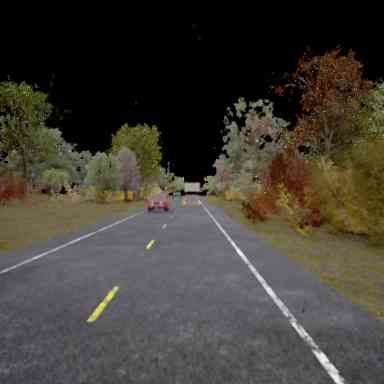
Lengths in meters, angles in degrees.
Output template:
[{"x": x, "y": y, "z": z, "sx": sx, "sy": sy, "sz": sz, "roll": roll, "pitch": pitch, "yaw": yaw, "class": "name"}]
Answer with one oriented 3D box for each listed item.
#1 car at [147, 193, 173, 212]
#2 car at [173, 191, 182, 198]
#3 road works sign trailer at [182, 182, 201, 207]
[{"x": -3.593, "y": 1.116, "z": 36.635, "sx": 2.150, "sy": 2.045, "sz": 5.566, "roll": 0, "pitch": 0, "yaw": 0, "class": "car"}, {"x": -3.503, "y": 0.827, "z": 78.283, "sx": 2.150, "sy": 2.045, "sz": 5.566, "roll": 0, "pitch": 0, "yaw": 0, "class": "car"}, {"x": 0.003, "y": 0.336, "z": 47.991, "sx": 2.380, "sy": 3.560, "sz": 2.880, "roll": 0, "pitch": 0, "yaw": 0, "class": "road works sign trailer"}]
